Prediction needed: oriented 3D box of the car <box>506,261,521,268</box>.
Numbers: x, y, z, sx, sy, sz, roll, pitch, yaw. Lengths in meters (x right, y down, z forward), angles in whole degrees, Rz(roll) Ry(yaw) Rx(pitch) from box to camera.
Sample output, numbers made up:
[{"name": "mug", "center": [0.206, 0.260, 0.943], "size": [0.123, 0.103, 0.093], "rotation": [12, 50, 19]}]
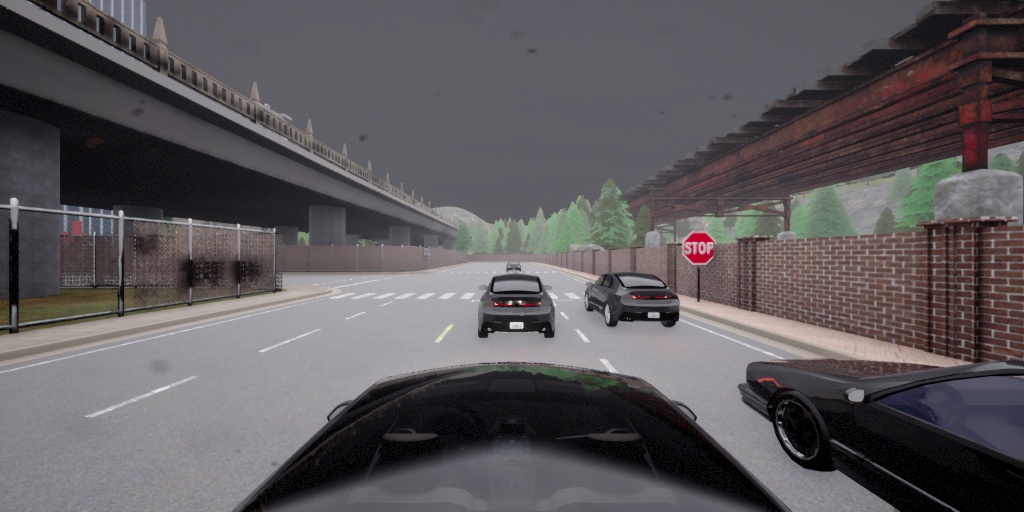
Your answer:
[{"name": "car", "center": [0.218, 1.351, 46.382], "size": [1.895, 1.301, 4.718], "rotation": [0, 0, -1]}]

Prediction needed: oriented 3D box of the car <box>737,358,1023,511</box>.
[{"name": "car", "center": [3.600, 1.297, 1.776], "size": [2.033, 1.411, 5.357], "rotation": [0, 0, 0]}]

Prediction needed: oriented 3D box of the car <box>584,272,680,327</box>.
[{"name": "car", "center": [3.608, 1.255, 11.522], "size": [1.837, 1.490, 4.892], "rotation": [0, 0, 0]}]

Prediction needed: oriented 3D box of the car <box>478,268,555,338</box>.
[{"name": "car", "center": [0.105, 1.255, 10.166], "size": [1.837, 1.490, 4.892], "rotation": [0, 0, 0]}]
